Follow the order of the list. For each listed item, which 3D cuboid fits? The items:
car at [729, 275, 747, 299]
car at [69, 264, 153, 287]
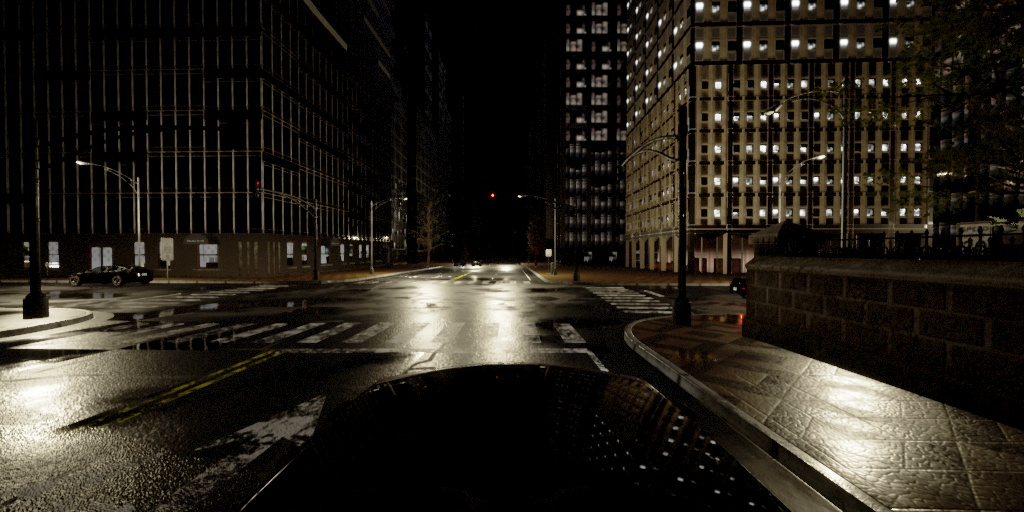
[{"bbox_3d":[12.443,1.325,16.216,4.674,1.442,1.812,0,1,2],"label":"car"},{"bbox_3d":[-25.602,1.208,23.007,4.313,1.339,1.948,0,0,2],"label":"car"}]
